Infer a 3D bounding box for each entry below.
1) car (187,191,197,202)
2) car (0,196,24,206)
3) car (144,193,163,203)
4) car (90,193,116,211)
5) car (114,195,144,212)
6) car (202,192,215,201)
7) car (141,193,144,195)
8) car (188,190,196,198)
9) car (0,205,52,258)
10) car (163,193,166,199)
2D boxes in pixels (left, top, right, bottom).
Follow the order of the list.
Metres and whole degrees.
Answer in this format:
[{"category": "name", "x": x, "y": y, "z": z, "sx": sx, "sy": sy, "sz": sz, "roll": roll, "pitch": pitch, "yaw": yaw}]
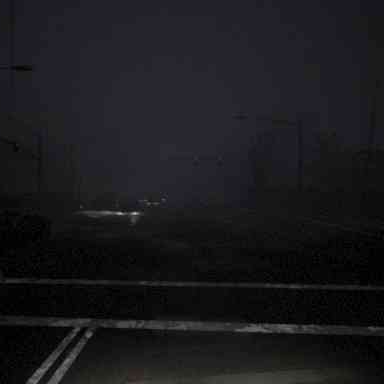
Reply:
[{"category": "car", "x": 0.020, "y": 1.140, "z": 65.545, "sx": 2.033, "sy": 1.411, "sz": 5.357, "roll": 0, "pitch": 1, "yaw": 0}, {"category": "car", "x": -10.612, "y": 1.221, "z": 17.016, "sx": 2.150, "sy": 2.045, "sz": 5.566, "roll": 0, "pitch": 0, "yaw": -1}, {"category": "car", "x": -7.141, "y": 1.213, "z": 61.274, "sx": 2.033, "sy": 1.411, "sz": 5.357, "roll": 0, "pitch": 1, "yaw": 0}, {"category": "car", "x": -10.650, "y": 1.140, "z": 40.663, "sx": 2.150, "sy": 2.045, "sz": 5.566, "roll": 0, "pitch": 0, "yaw": 0}, {"category": "car", "x": -7.145, "y": 1.411, "z": 38.311, "sx": 1.882, "sy": 1.535, "sz": 5.008, "roll": 0, "pitch": 0, "yaw": 0}, {"category": "car", "x": 3.519, "y": 1.181, "z": 66.180, "sx": 1.895, "sy": 1.301, "sz": 4.718, "roll": 0, "pitch": 1, "yaw": 0}, {"category": "car", "x": -10.589, "y": 1.001, "z": 72.939, "sx": 1.994, "sy": 1.385, "sz": 4.181, "roll": 0, "pitch": 1, "yaw": 0}, {"category": "car", "x": -0.108, "y": 0.500, "z": 87.758, "sx": 2.097, "sy": 1.767, "sz": 4.553, "roll": 0, "pitch": 1, "yaw": 0}, {"category": "car", "x": -7.115, "y": 1.491, "z": 12.835, "sx": 2.128, "sy": 1.511, "sz": 4.902, "roll": 0, "pitch": 0, "yaw": 0}, {"category": "car", "x": -7.094, "y": 0.906, "z": 76.862, "sx": 2.033, "sy": 1.411, "sz": 5.357, "roll": 0, "pitch": 1, "yaw": 0}]
